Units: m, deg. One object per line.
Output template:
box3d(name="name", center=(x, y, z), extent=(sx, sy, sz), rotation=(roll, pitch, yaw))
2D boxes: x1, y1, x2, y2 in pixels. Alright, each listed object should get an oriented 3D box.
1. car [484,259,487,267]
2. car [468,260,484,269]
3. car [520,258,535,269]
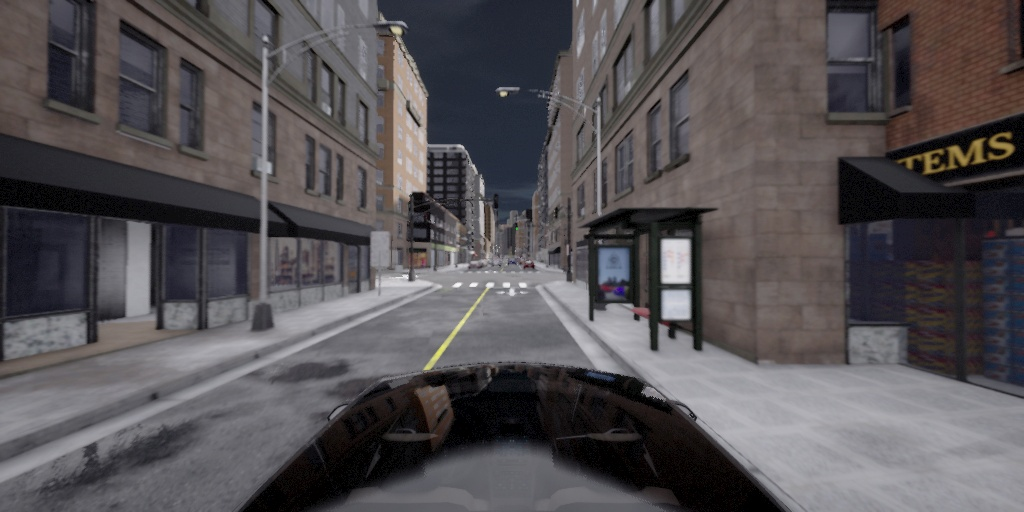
box3d(name="car", center=(-5.868, 1.402, 61.960), extent=(1.948, 1.339, 4.313), rotation=(0, 0, 0))
box3d(name="car", center=(-5.874, 1.408, 56.374), extent=(1.802, 1.307, 4.207), rotation=(0, 0, 0))
box3d(name="car", center=(2.671, 1.371, 56.367), extent=(1.888, 1.381, 4.507), rotation=(0, 0, 0))
